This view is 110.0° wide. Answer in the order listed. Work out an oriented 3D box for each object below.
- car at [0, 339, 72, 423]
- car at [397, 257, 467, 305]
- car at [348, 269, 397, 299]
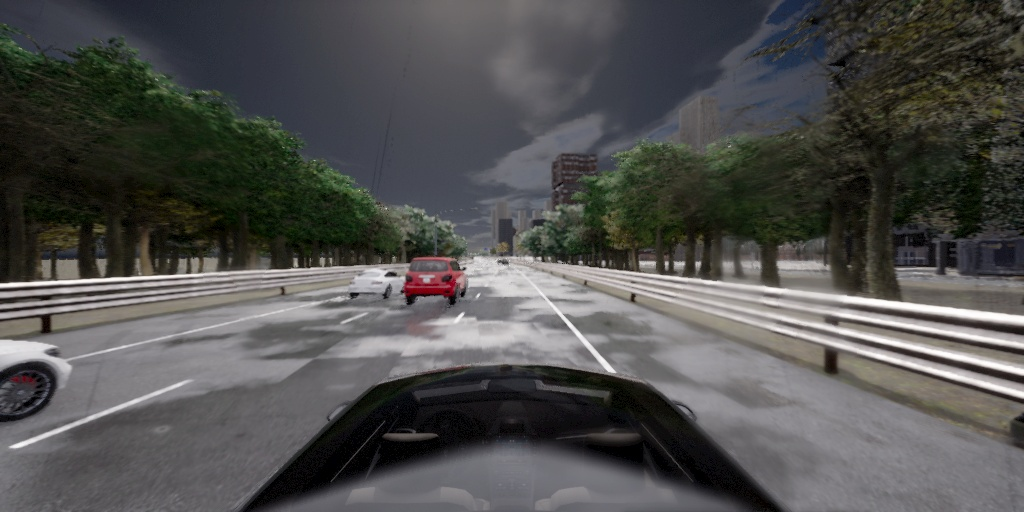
[{"bbox_3d":[-6.903,1.291,2.860,1.812,1.442,4.674,0,0,0],"label":"car"},{"bbox_3d":[-3.465,1.086,17.102,2.150,2.045,5.566,0,0,-1],"label":"car"},{"bbox_3d":[-6.968,1.407,18.958,1.812,1.442,4.674,0,0,0],"label":"car"}]
